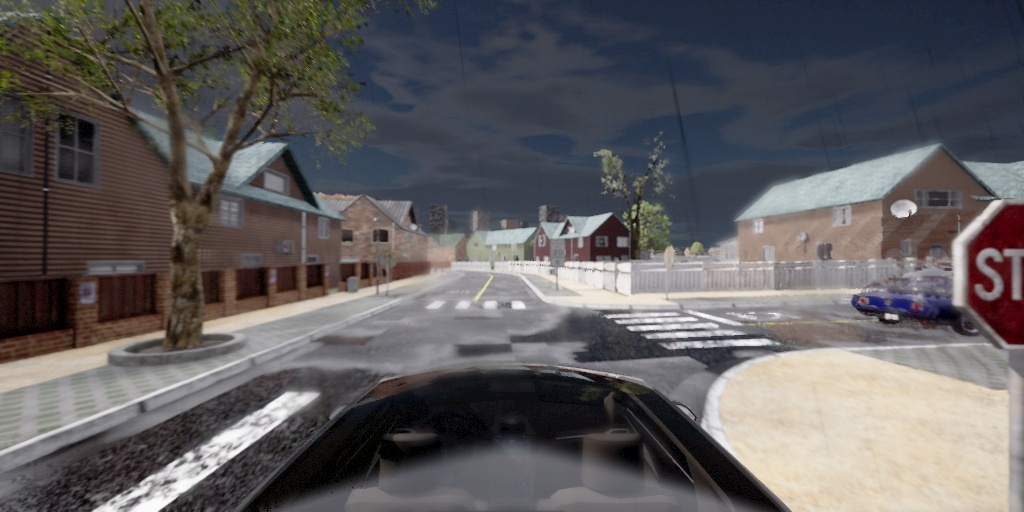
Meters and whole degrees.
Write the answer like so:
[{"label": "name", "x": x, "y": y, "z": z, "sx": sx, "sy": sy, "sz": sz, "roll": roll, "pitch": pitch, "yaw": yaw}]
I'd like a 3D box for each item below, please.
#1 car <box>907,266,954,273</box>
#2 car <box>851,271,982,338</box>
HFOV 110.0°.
[{"label": "car", "x": 14.353, "y": 1.055, "z": 11.915, "sx": 4.674, "sy": 1.442, "sz": 1.812, "roll": -1, "pitch": 0, "yaw": -3}, {"label": "car", "x": 11.518, "y": 1.158, "z": 8.907, "sx": 4.718, "sy": 1.301, "sz": 1.895, "roll": -1, "pitch": 0, "yaw": -3}]
